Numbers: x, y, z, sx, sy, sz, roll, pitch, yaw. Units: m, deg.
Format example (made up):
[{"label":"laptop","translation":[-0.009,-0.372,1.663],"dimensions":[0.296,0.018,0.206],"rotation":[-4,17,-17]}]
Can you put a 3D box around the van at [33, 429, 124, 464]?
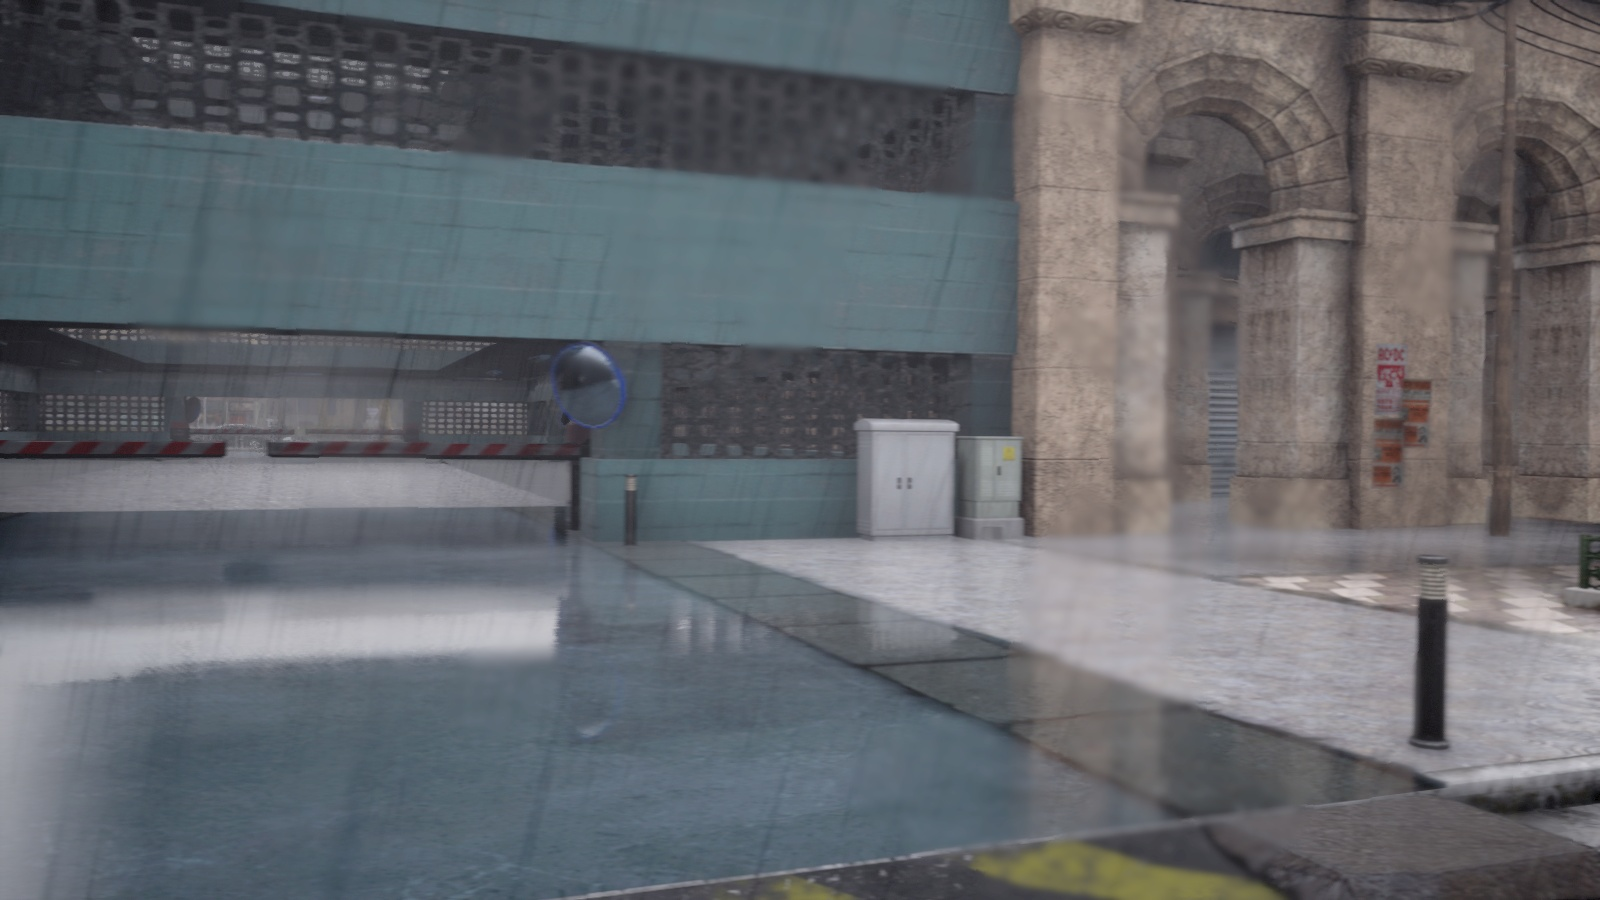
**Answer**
[{"label":"van","translation":[-42.980,-0.204,74.938],"dimensions":[4.442,1.987,1.775],"rotation":[-1,1,-21]}]

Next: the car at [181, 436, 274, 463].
[{"label":"car","translation":[-33.925,-0.044,74.607],"dimensions":[4.892,1.490,1.837],"rotation":[-1,1,-21]}]
